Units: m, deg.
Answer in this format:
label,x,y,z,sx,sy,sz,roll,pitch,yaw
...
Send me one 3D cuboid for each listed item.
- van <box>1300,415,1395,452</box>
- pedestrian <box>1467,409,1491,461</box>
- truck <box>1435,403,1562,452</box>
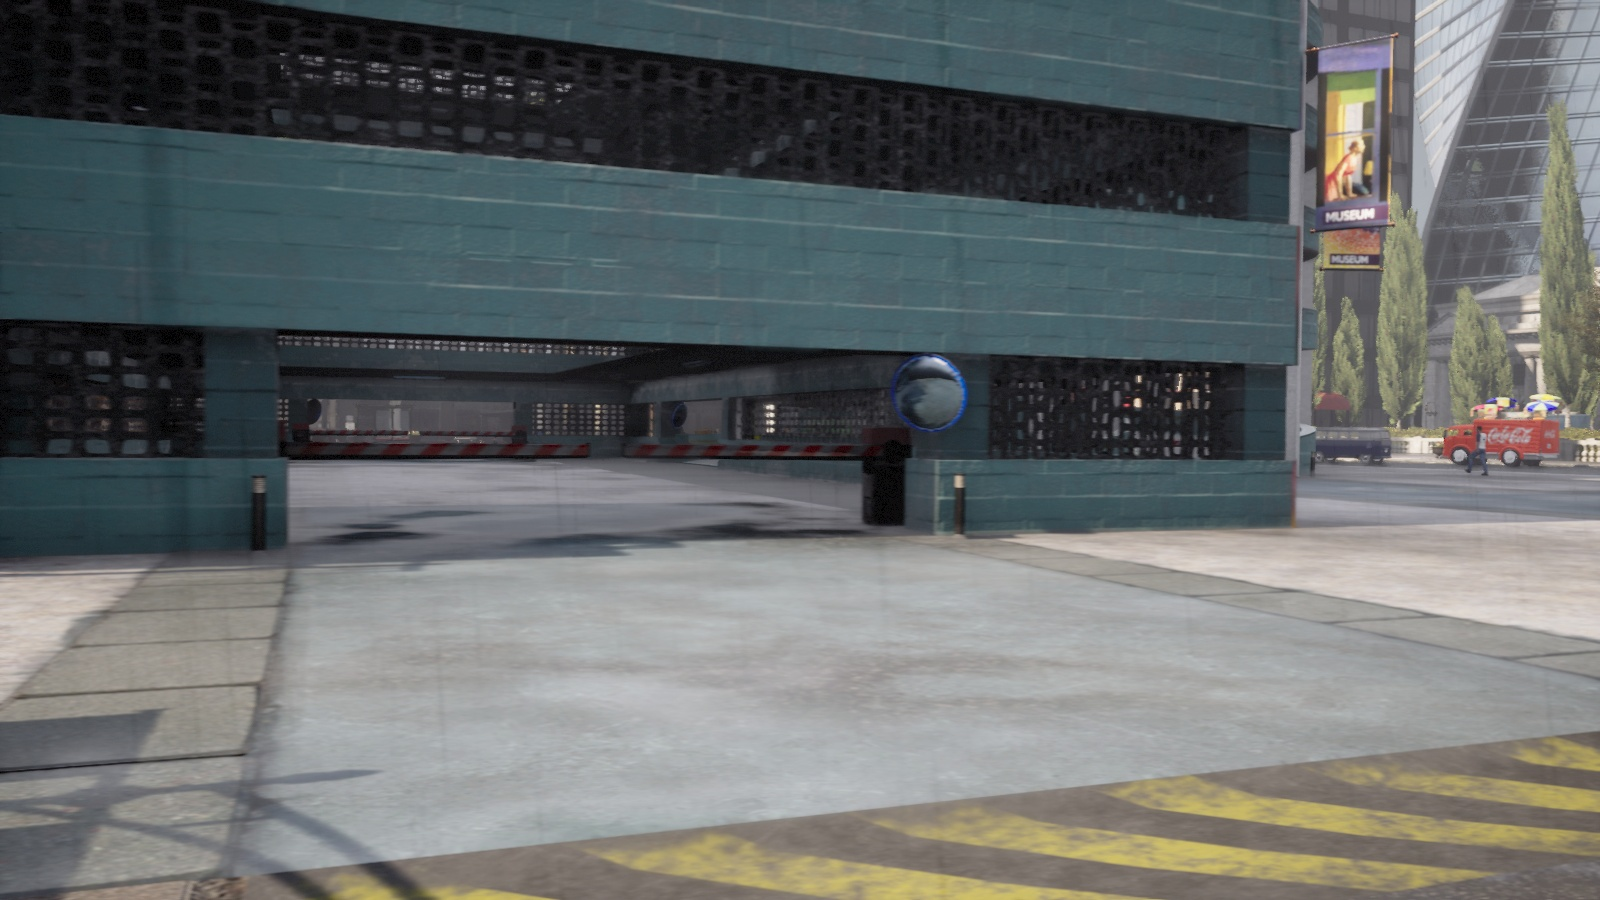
label,x,y,z,sx,sy,sz,roll,pitch,yaw
van,29.847,-0.887,68.552,1.775,1.987,4.442,-1,1,-44
pedestrian,24.498,-0.548,45.321,0.354,1.836,0.706,-1,1,-22
truck,36.692,-1.161,66.108,2.627,2.467,5.204,-1,1,-36
